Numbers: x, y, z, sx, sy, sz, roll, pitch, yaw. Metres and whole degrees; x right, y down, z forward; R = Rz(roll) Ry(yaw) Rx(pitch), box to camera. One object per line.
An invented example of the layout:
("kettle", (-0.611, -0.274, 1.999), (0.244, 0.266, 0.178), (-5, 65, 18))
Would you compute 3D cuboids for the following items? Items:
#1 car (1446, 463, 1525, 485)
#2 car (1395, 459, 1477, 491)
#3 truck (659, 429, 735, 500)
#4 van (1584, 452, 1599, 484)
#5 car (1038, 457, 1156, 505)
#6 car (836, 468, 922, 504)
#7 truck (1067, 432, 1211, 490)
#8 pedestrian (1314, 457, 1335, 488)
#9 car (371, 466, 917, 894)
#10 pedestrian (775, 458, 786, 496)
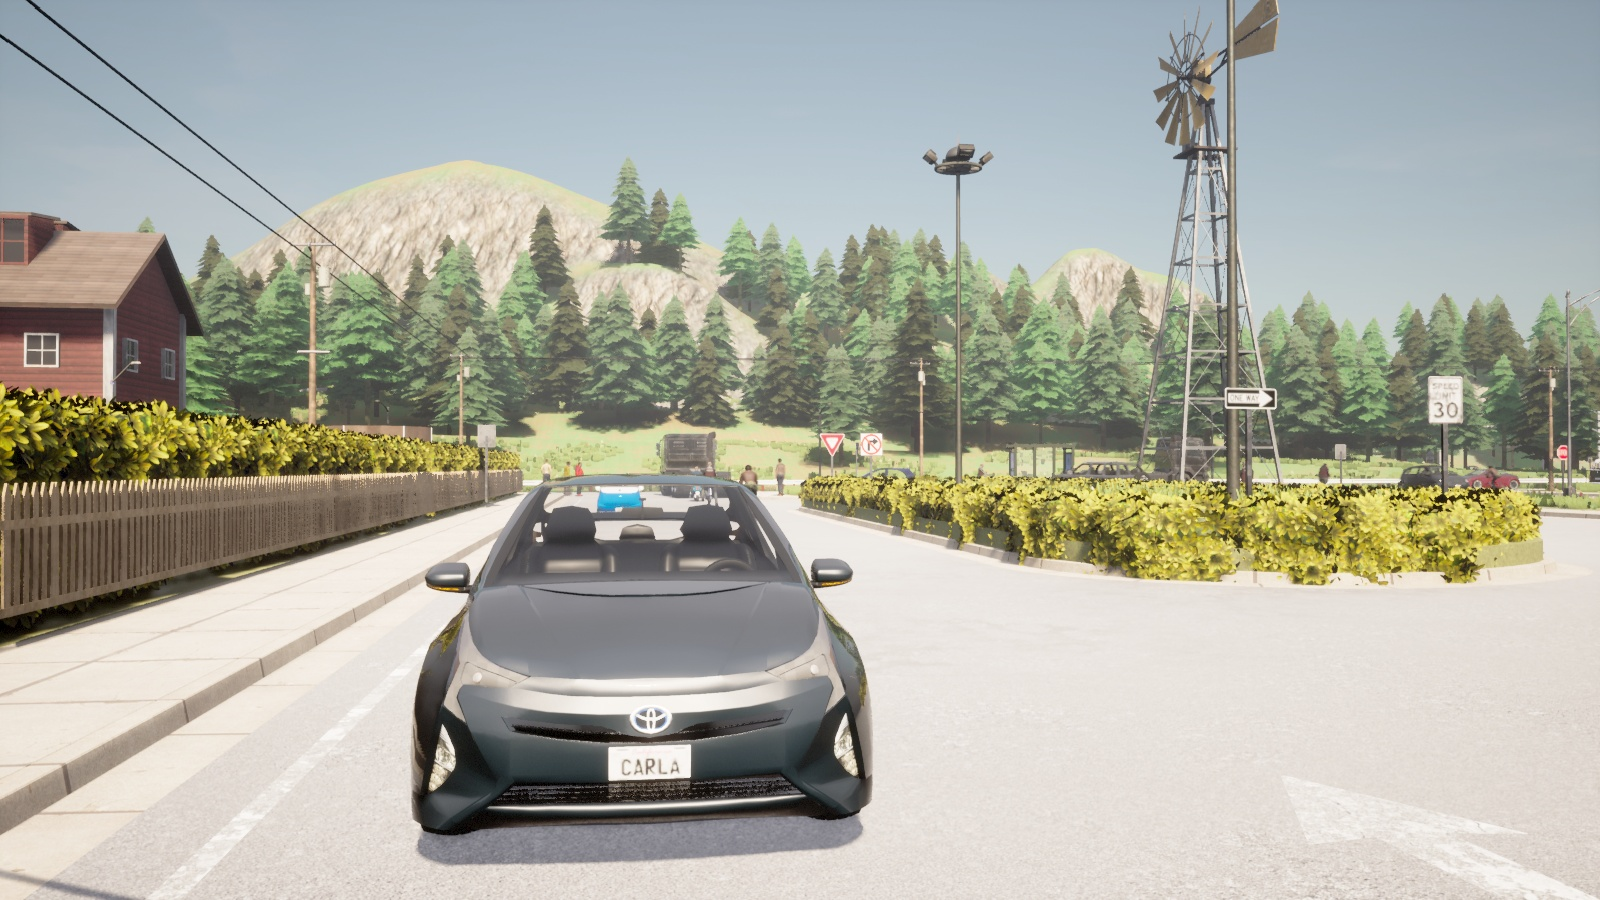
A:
("car", (45.463, 1.597, 83.339), (4.181, 1.385, 1.994), (0, -1, -8))
("car", (33.663, 1.310, 66.573), (1.851, 1.617, 3.988), (0, -1, -9))
("truck", (-5.482, 0.757, 65.464), (2.891, 3.462, 7.936), (0, -1, -13))
("van", (53.348, 1.155, 80.930), (4.480, 2.038, 2.069), (0, -1, -8))
("car", (11.938, 1.209, 50.785), (1.932, 1.855, 4.605), (0, -1, -31))
("car", (3.414, 1.526, 54.312), (3.633, 1.501, 1.845), (-1, -1, 3))
("truck", (20.582, 0.673, 76.365), (7.936, 3.462, 2.891), (0, -1, -10))
("pedestrian", (30.866, 1.325, 73.899), (0.899, 1.844, 0.634), (0, -1, -26))
("car", (-0.869, 0.862, 6.907), (2.007, 1.525, 4.514), (0, -1, -8))
("pedestrian", (-0.952, 1.292, 60.737), (0.328, 1.805, 0.869), (0, -1, -16))
